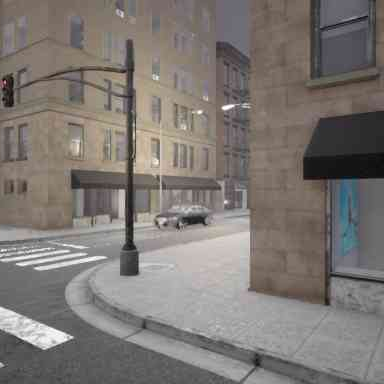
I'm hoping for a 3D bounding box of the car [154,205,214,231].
[{"bbox_3d":[-0.432,1.608,21.854,2.128,1.511,4.902,0,0,35],"label":"car"}]
